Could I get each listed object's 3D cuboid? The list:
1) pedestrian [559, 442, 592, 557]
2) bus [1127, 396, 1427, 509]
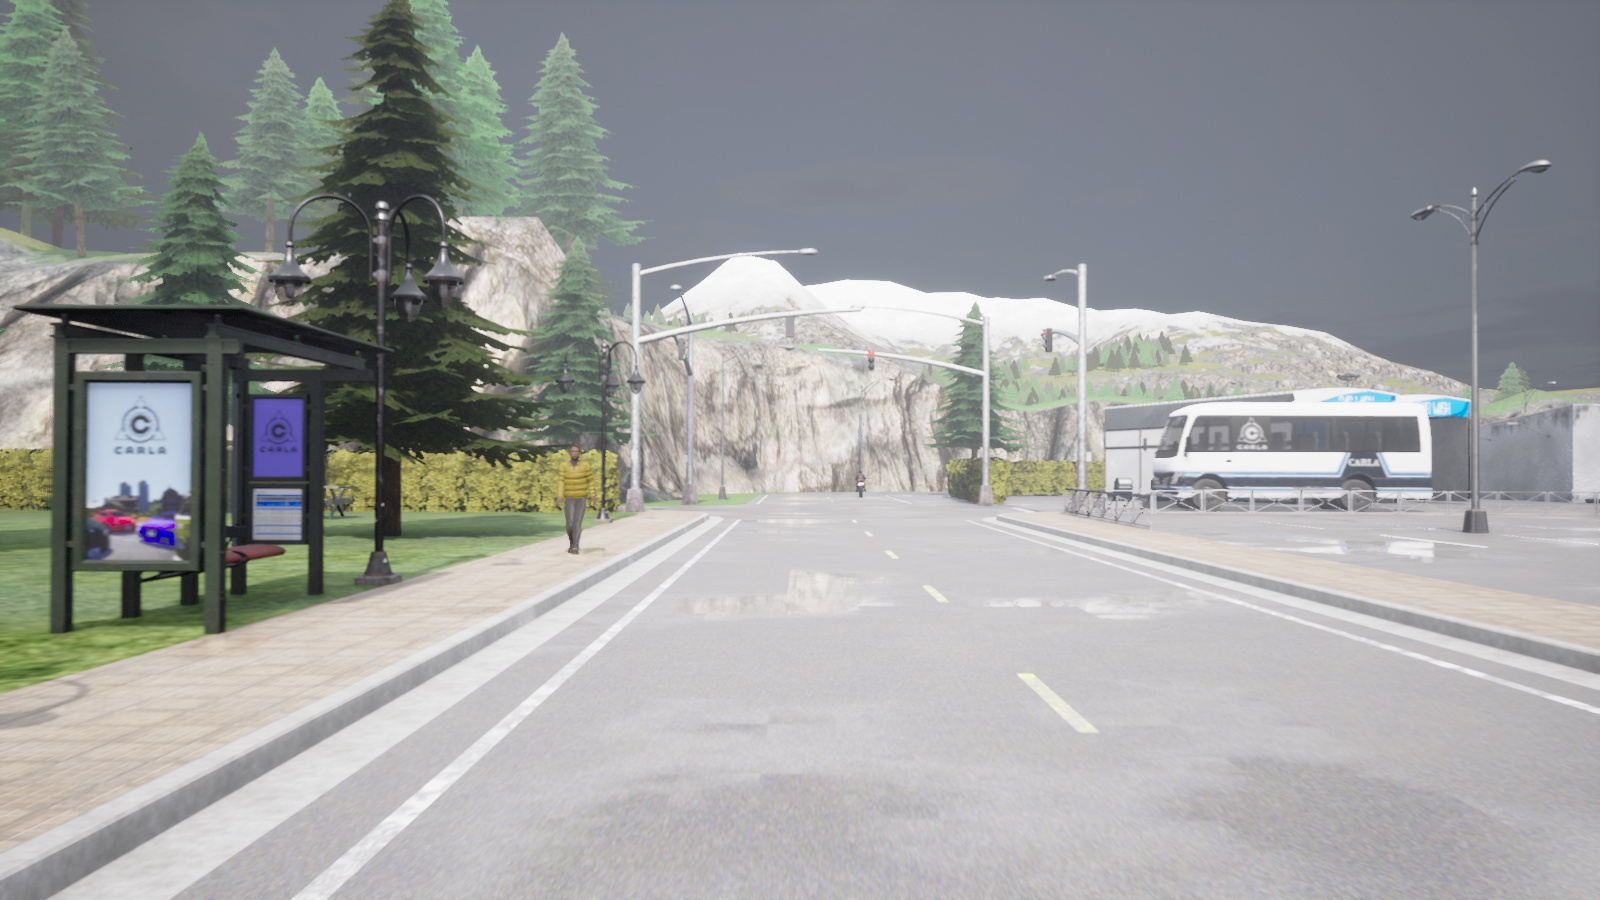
[{"bbox_3d":[-3.650,0.800,20.441,0.431,1.840,0.709,0,-1,-2],"label":"pedestrian"},{"bbox_3d":[18.531,0.129,49.416,10.273,4.253,3.944,0,-1,1],"label":"bus"}]
